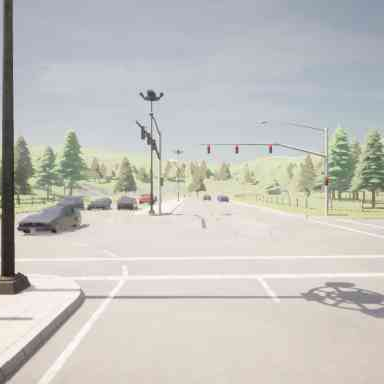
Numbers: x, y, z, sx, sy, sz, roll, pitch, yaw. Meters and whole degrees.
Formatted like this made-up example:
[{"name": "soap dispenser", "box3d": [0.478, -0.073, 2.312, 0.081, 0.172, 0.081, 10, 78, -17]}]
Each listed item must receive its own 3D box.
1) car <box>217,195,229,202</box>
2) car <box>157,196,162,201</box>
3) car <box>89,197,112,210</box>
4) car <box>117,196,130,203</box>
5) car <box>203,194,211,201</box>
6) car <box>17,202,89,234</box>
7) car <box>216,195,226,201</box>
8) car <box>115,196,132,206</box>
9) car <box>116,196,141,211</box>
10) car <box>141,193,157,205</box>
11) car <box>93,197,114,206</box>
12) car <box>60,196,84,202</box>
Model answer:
[{"name": "car", "box3d": [7.095, 1.478, 73.875, 1.882, 1.535, 5.008, 0, 0, 1]}, {"name": "car", "box3d": [-7.899, 1.535, 74.738, 2.033, 1.411, 5.357, 0, 0, 0]}, {"name": "car", "box3d": [-11.568, 1.562, 41.631, 1.994, 1.385, 4.181, 0, 0, 0]}, {"name": "car", "box3d": [-14.921, 1.547, 72.408, 1.994, 1.385, 4.181, 0, 0, 0]}, {"name": "car", "box3d": [3.812, 1.355, 84.021, 2.097, 1.767, 4.553, 0, 0, 2]}, {"name": "car", "box3d": [-8.085, 1.547, 19.557, 2.033, 1.411, 5.357, 0, 0, 0]}, {"name": "car", "box3d": [7.320, 1.525, 84.279, 2.128, 1.511, 4.902, 0, 0, 2]}, {"name": "car", "box3d": [-11.540, 1.477, 56.538, 1.882, 1.535, 5.008, 0, 0, 0]}, {"name": "car", "box3d": [-8.064, 1.477, 41.750, 1.882, 1.535, 5.008, 0, 0, 0]}, {"name": "car", "box3d": [-8.037, 1.216, 58.656, 2.150, 2.045, 5.566, 0, 1, 0]}, {"name": "car", "box3d": [-15.039, 1.547, 56.842, 2.033, 1.411, 5.357, 0, 0, 0]}, {"name": "car", "box3d": [-15.068, 1.352, 41.508, 2.097, 1.767, 4.553, 0, 0, 0]}]
